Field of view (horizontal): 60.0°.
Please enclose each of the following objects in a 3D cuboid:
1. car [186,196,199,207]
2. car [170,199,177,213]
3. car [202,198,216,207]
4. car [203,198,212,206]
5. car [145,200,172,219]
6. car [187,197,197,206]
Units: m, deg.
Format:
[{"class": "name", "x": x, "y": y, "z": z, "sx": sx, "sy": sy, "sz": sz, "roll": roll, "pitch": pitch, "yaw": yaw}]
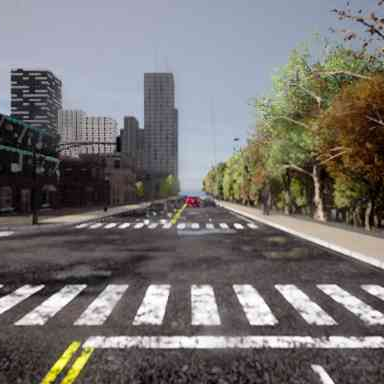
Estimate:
[{"class": "car", "x": 0.160, "y": 1.746, "z": 61.392, "sx": 2.150, "sy": 2.045, "sz": 5.566, "roll": 0, "pitch": 0, "yaw": 0}, {"class": "car", "x": -3.303, "y": 1.926, "z": 42.170, "sx": 1.994, "sy": 1.385, "sz": 4.181, "roll": 0, "pitch": 0, "yaw": 0}, {"class": "car", "x": 3.414, "y": 2.097, "z": 62.305, "sx": 1.994, "sy": 1.385, "sz": 4.181, "roll": 0, "pitch": 0, "yaw": 0}, {"class": "car", "x": 3.323, "y": 2.116, "z": 72.262, "sx": 1.837, "sy": 1.490, "sz": 4.892, "roll": 0, "pitch": 0, "yaw": 0}, {"class": "car", "x": -3.319, "y": 1.783, "z": 32.240, "sx": 1.837, "sy": 1.490, "sz": 4.892, "roll": 0, "pitch": 0, "yaw": 0}, {"class": "car", "x": 0.085, "y": 1.968, "z": 71.958, "sx": 2.097, "sy": 1.767, "sz": 4.553, "roll": 0, "pitch": 0, "yaw": 0}]
